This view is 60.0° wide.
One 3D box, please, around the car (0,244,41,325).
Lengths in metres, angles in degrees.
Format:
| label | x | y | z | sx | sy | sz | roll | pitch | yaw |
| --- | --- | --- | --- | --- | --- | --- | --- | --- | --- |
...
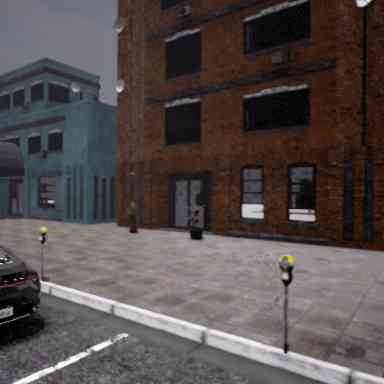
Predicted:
| label | x | y | z | sx | sy | sz | roll | pitch | yaw |
| --- | --- | --- | --- | --- | --- | --- | --- | --- | --- |
| car | -4.510 | 1.522 | 6.093 | 4.403 | 1.369 | 2.008 | 0 | 0 | 36 |
